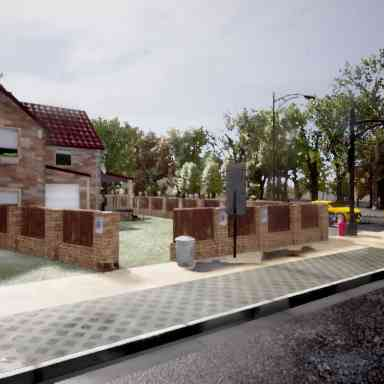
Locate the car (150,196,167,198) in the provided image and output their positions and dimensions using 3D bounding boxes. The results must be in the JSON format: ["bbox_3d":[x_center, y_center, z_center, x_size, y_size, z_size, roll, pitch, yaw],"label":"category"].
[{"bbox_3d":[-4.076,1.394,45.712,2.033,1.411,5.357,0,0,-35],"label":"car"}]

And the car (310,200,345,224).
[{"bbox_3d":[7.828,1.469,23.359,1.812,1.442,4.674,0,0,-35],"label":"car"}]

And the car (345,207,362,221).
[{"bbox_3d":[10.318,1.423,25.468,1.882,1.535,5.008,0,0,-35],"label":"car"}]

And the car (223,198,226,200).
[{"bbox_3d":[4.249,1.395,33.989,2.128,1.511,4.902,0,0,-35],"label":"car"}]
